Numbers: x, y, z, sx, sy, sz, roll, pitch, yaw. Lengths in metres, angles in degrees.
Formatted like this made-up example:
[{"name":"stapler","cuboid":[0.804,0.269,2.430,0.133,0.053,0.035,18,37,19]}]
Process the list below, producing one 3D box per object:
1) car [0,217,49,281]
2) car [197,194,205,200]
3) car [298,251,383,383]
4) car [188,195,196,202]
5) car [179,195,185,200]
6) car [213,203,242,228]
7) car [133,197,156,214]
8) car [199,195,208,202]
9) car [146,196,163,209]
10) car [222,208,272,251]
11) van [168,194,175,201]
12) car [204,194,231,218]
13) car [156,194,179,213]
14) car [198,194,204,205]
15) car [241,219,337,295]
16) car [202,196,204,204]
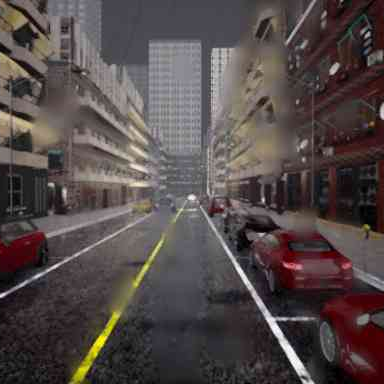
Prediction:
[{"name":"car","cuboid":[-5.327,1.443,8.457,1.967,1.590,4.097,-1,0,0]},{"name":"car","cuboid":[2.538,1.454,91.715,1.967,1.590,4.097,-1,0,0]},{"name":"car","cuboid":[2.556,1.583,2.931,1.802,1.307,4.206,-1,0,0]},{"name":"car","cuboid":[-0.014,1.393,75.318,1.812,1.442,4.674,0,0,0]},{"name":"car","cuboid":[-2.765,1.273,77.111,2.097,1.767,4.553,0,0,0]},{"name":"car","cuboid":[2.552,1.556,19.578,2.008,1.369,4.403,-1,0,0]},{"name":"car","cuboid":[-5.331,1.535,36.033,1.752,1.417,4.829,-1,0,0]},{"name":"car","cuboid":[2.541,1.454,75.068,1.967,1.590,4.097,-1,0,0]},{"name":"car","cuboid":[-5.334,1.452,47.301,1.967,1.590,4.097,-1,0,0]},{"name":"car","cuboid":[2.553,1.570,14.029,1.947,1.339,4.313,-1,0,0]},{"name":"van","cuboid":[-5.343,1.355,86.145,1.690,1.788,3.998,-1,0,0]},{"name":"car","cuboid":[2.547,1.323,30.676,2.192,1.841,5.009,-1,0,0]},{"name":"car","cuboid":[-2.850,1.361,36.508,2.097,1.767,4.553,0,0,0]},{"name":"car","cuboid":[2.216,1.538,57.114,1.812,1.442,4.674,0,0,0]},{"name":"car","cuboid":[2.555,1.585,8.480,1.802,1.307,4.206,-1,0,0]},{"name":"car","cuboid":[2.548,1.536,41.944,1.752,1.417,4.829,-1,0,0]}]
